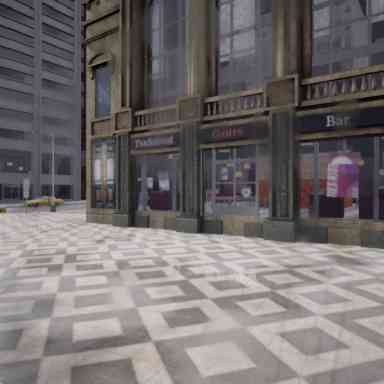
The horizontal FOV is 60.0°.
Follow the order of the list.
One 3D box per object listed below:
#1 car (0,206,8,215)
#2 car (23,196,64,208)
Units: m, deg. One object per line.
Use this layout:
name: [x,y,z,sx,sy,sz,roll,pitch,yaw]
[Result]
car: [-18.034,1.339,27.664,1.752,1.417,4.829,1,2,36]
car: [-18.517,1.142,41.565,1.752,1.417,4.829,1,2,36]
